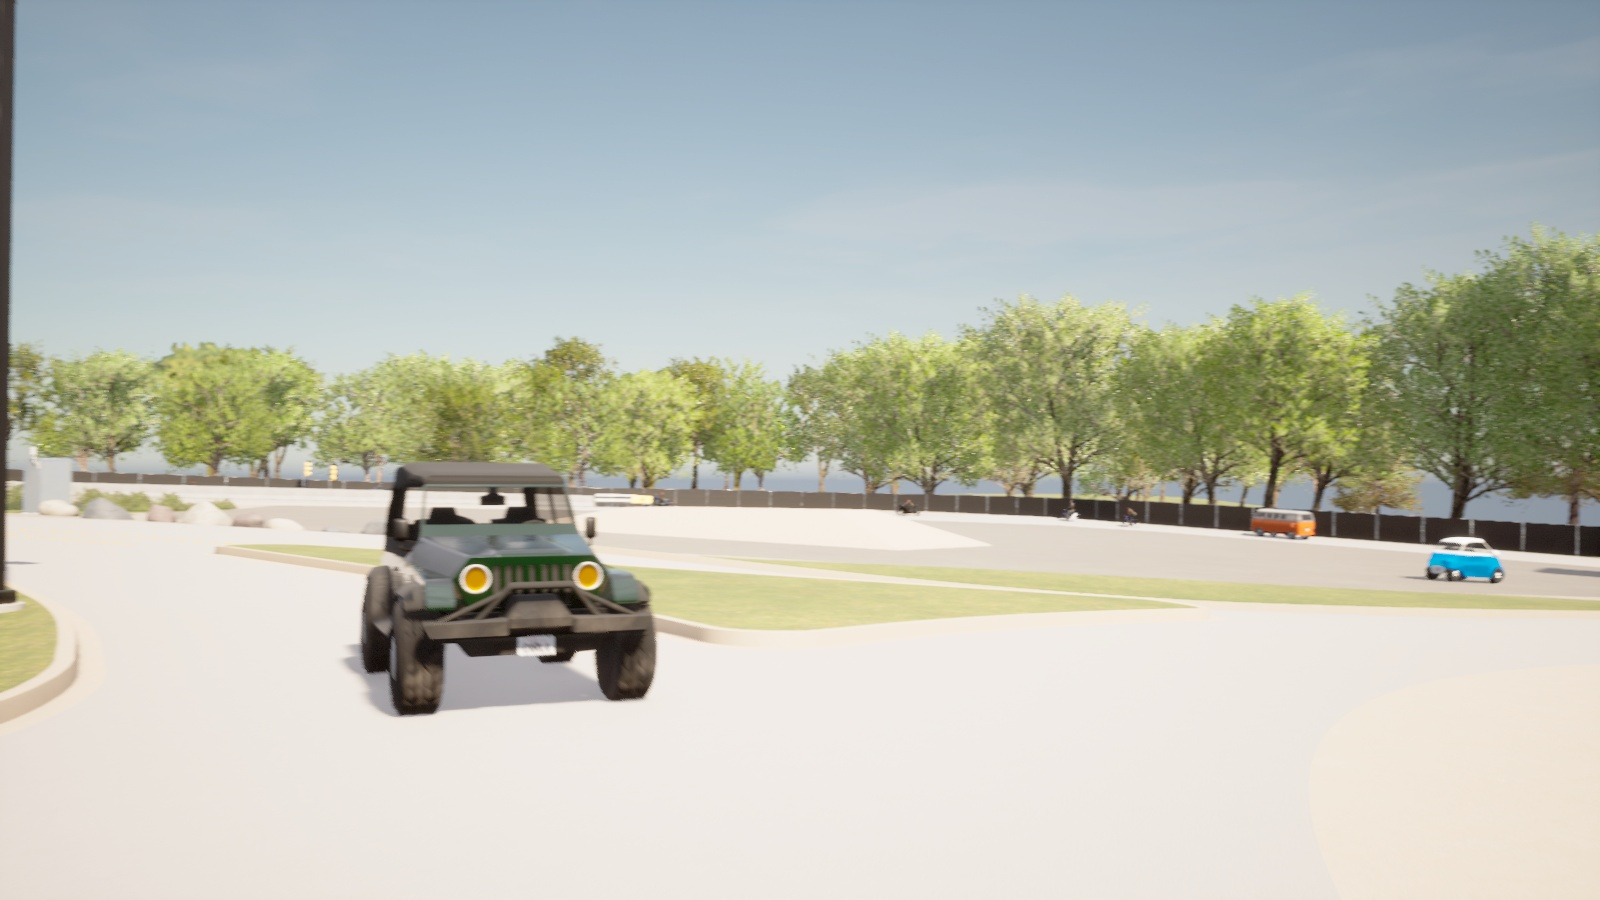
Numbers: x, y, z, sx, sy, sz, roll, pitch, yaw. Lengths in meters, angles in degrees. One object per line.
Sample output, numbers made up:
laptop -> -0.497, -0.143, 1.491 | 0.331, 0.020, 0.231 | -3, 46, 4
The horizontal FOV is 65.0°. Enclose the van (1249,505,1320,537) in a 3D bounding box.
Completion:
van -> 34.075, 4.964, 88.377 | 1.775, 1.987, 4.442 | 1, 0, -32

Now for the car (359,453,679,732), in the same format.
car -> -2.556, 1.041, 10.630 | 1.905, 1.878, 3.866 | 0, -2, -24

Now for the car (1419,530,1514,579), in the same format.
car -> 20.648, 3.235, 38.905 | 2.207, 1.376, 1.481 | 3, -1, -23
